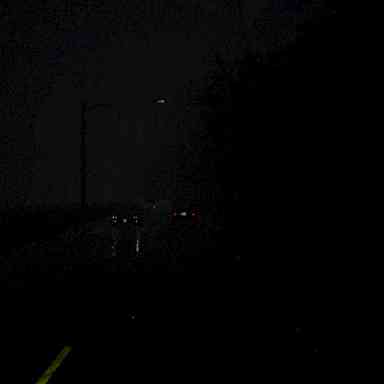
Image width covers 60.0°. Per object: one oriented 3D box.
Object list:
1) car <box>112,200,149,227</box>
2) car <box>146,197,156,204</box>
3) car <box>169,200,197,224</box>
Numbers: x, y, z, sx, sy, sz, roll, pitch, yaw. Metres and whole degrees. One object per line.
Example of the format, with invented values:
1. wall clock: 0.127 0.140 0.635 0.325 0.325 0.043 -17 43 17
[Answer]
1. car: -4.252 1.511 22.864 1.837 1.490 4.892 0 0 -3
2. car: -7.678 1.603 61.419 1.895 1.301 4.718 0 0 -7
3. car: -0.662 1.561 25.215 2.033 1.411 5.357 0 0 -3
